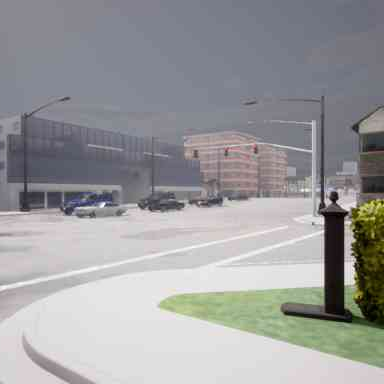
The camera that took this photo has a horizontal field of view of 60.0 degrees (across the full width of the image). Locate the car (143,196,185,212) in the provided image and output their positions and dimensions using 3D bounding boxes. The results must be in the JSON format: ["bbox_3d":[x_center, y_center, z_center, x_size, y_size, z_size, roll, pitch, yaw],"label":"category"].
[{"bbox_3d":[-2.866,1.493,37.240,1.895,1.301,4.718,0,1,35],"label":"car"}]

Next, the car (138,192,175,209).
[{"bbox_3d":[-4.219,1.072,41.408,2.150,2.045,5.566,0,1,36],"label":"car"}]

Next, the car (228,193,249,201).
[{"bbox_3d":[8.220,0.872,59.123,2.033,1.411,5.357,0,1,35],"label":"car"}]

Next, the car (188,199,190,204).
[{"bbox_3d":[1.392,1.246,49.413,1.895,1.301,4.718,0,2,35],"label":"car"}]

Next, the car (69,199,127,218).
[{"bbox_3d":[-8.124,1.555,29.736,1.895,1.301,4.718,0,0,35],"label":"car"}]

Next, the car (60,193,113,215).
[{"bbox_3d":[-10.160,1.171,32.933,2.150,2.045,5.566,0,0,35],"label":"car"}]

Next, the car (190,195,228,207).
[{"bbox_3d":[2.403,1.217,44.756,2.128,1.511,4.902,0,1,35],"label":"car"}]
